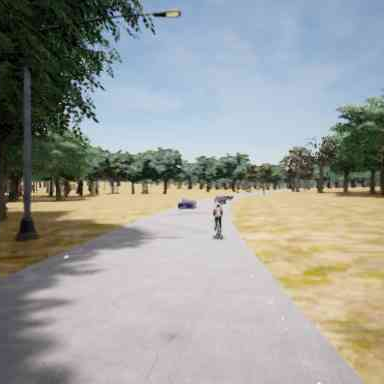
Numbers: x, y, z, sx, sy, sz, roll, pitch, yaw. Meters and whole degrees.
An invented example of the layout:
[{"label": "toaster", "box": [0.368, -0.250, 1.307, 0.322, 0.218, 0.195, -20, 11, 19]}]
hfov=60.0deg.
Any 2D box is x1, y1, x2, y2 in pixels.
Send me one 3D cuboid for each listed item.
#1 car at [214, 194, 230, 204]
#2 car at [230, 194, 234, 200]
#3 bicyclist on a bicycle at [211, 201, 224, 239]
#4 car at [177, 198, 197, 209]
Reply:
[{"label": "car", "box": [4.727, 1.126, 55.092, 2.128, 1.511, 4.902, 0, 1, 9]}, {"label": "car", "box": [8.105, 1.001, 73.403, 1.895, 1.301, 4.718, 1, 1, 13]}, {"label": "bicyclist on a bicycle", "box": [1.283, 1.417, 16.236, 0.582, 1.620, 1.656, 0, 0, 3]}, {"label": "car", "box": [-0.568, 1.372, 40.632, 1.895, 1.301, 4.718, 0, 1, 7]}]
